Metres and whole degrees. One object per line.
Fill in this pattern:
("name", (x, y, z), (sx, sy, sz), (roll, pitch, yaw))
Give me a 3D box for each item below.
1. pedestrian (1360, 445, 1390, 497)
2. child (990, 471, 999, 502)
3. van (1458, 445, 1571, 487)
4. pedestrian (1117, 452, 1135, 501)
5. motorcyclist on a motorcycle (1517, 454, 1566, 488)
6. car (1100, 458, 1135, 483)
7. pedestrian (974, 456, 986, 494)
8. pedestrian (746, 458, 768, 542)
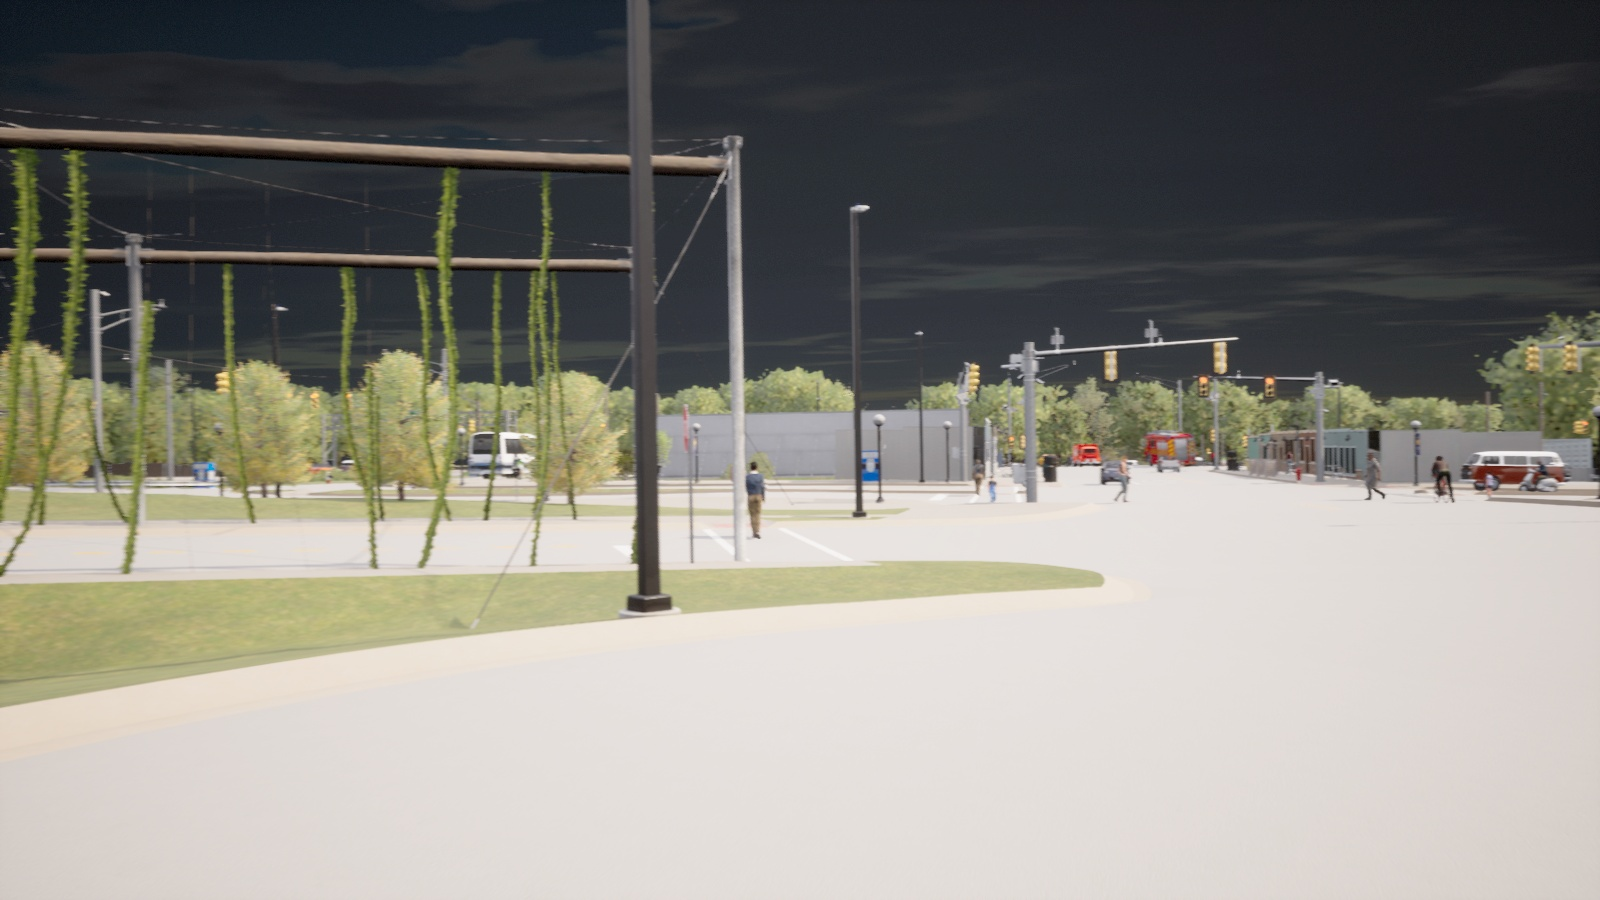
("pedestrian", (22.048, 0.809, 48.154), (0.873, 1.952, 0.659), (-1, 0, 7))
("child", (8.016, 1.514, 51.798), (0.270, 1.263, 0.437), (-1, 0, 3))
("van", (35.661, 0.788, 62.768), (4.480, 2.038, 2.069), (1, -1, 9))
("pedestrian", (12.383, 0.989, 47.715), (0.594, 1.836, 0.345), (-1, 0, 6))
("motorcyclist on a motorcycle", (34.838, 0.982, 59.017), (1.817, 1.590, 0.866), (0, 0, 5))
("car", (19.869, 1.281, 78.803), (1.845, 1.501, 3.633), (-1, 0, 10))
("pedestrian", (8.827, 1.235, 61.573), (0.540, 1.848, 0.694), (-1, 0, 9))
("pedestrian", (-1.023, 1.166, 29.760), (0.423, 1.949, 0.788), (-2, 0, -4))
